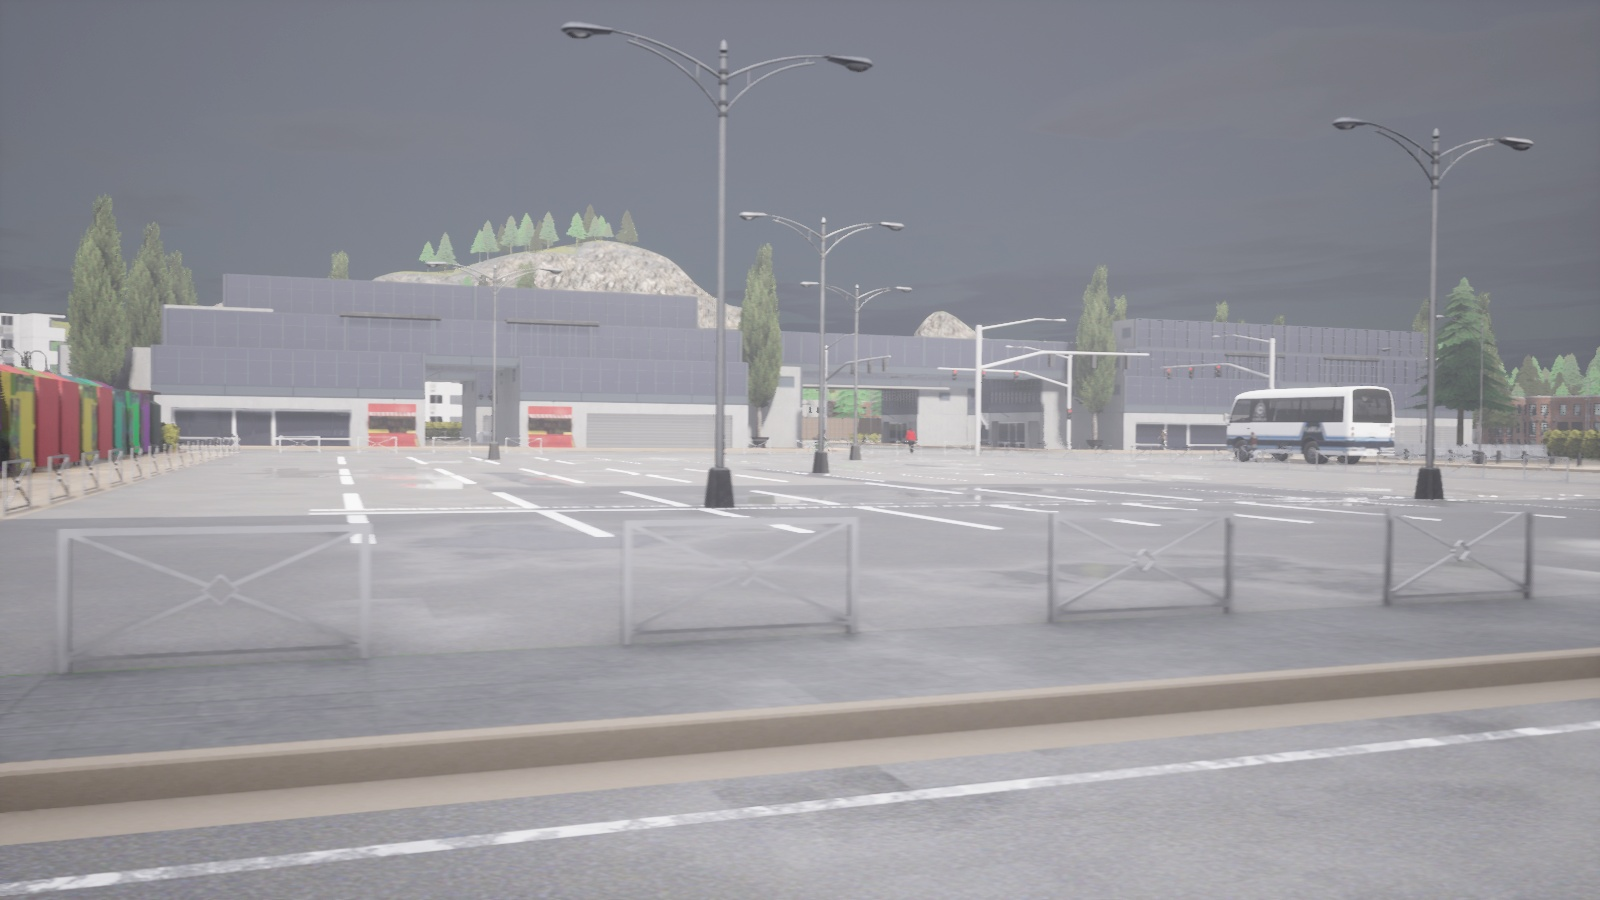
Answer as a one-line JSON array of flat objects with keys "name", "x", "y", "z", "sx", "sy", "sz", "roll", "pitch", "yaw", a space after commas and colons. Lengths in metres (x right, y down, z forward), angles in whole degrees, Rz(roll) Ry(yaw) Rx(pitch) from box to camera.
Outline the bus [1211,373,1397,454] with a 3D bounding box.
[{"name": "bus", "x": 28.462, "y": -1.998, "z": 71.717, "sx": 3.944, "sy": 4.253, "sz": 10.273, "roll": -1, "pitch": 1, "yaw": -21}]
